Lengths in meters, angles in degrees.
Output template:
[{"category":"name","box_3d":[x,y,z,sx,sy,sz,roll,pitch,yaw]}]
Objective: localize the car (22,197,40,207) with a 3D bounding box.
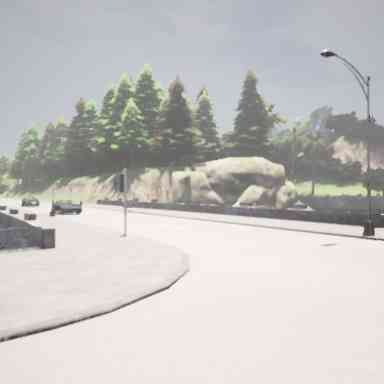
[{"category":"car","box_3d":[-23.615,1.438,48.702,2.128,1.511,4.902,-1,0,-35]}]

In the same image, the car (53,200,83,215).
[{"category":"car","box_3d":[-12.433,1.477,32.842,2.033,1.411,5.357,-1,0,-35]}]
